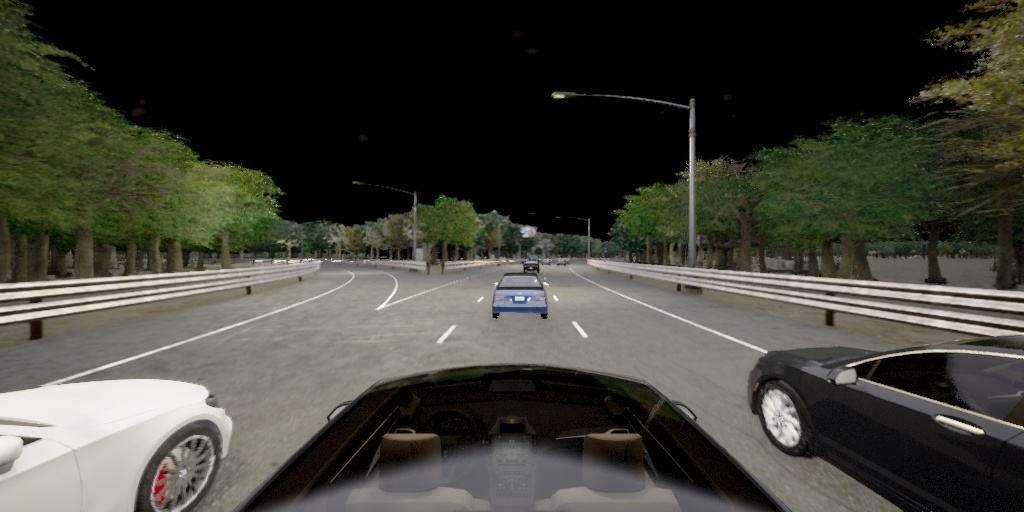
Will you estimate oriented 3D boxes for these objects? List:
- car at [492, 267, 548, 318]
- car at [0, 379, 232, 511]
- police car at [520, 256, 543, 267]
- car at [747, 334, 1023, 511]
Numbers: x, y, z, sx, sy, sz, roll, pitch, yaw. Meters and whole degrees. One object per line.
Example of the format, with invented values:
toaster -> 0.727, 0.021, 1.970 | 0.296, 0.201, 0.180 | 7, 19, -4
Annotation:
car -> 0.304, 1.299, 13.067 | 2.033, 1.411, 5.357 | 0, 0, 2
car -> -3.369, 1.272, 1.176 | 1.812, 1.442, 4.674 | 0, 0, 0
police car -> 2.477, 1.189, 44.197 | 1.930, 1.638, 5.238 | 0, 0, 6
car -> 3.632, 1.259, 2.171 | 1.837, 1.490, 4.892 | 0, 0, 0
